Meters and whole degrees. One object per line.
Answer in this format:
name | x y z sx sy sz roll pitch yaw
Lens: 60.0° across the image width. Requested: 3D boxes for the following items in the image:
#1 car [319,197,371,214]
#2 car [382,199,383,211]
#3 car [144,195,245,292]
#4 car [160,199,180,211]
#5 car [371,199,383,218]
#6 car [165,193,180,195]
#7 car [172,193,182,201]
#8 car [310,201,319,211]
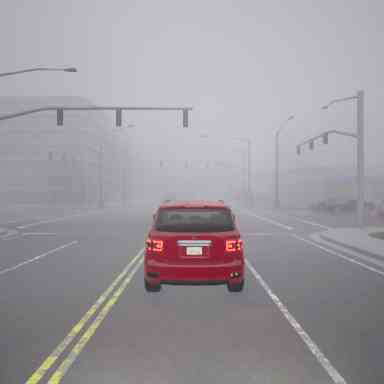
car | 16.553 1.478 35.091 5.008 1.535 1.882 0 0 0
car | 24.735 1.564 38.734 4.181 1.385 1.994 0 0 -5
car | 0.057 1.221 9.054 2.150 2.045 5.566 0 0 0
car | -2.752 1.535 40.850 1.994 1.385 4.181 0 0 -9
car | 18.056 1.352 27.845 4.553 1.767 2.097 0 0 0
car | -3.687 1.222 55.444 2.150 2.045 5.566 0 0 0
car | -3.638 1.225 82.372 2.150 2.045 5.566 0 0 0
car | 16.094 1.352 38.598 4.553 1.767 2.097 0 0 0
